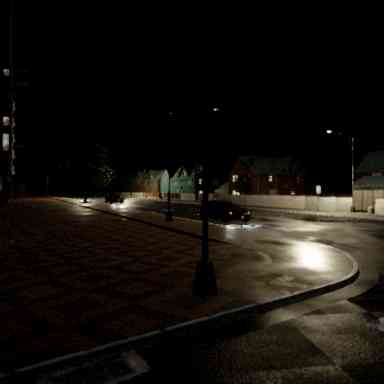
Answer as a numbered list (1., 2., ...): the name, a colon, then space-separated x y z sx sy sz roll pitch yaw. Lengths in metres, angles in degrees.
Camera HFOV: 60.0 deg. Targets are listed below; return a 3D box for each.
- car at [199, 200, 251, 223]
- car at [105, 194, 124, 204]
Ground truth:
1. car: 2.170 1.314 23.402 1.812 1.442 4.674 1 0 -28
2. car: -11.504 0.990 49.202 2.128 1.511 4.902 1 0 -28
